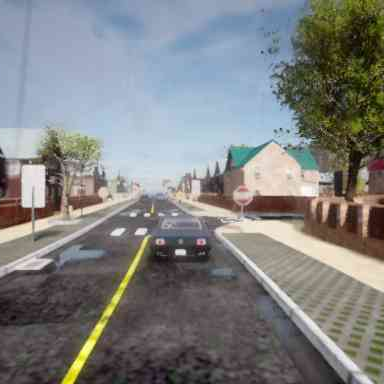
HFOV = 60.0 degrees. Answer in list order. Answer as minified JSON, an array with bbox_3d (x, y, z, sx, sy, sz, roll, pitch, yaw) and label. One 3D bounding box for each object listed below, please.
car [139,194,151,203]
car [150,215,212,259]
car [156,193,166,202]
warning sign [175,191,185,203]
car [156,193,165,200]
[{"bbox_3d":[-7.968,1.084,56.564,1.837,1.490,4.892,0,0,-6],"label":"car"},{"bbox_3d":[-0.350,1.476,12.030,1.895,1.301,4.718,0,1,-1],"label":"car"},{"bbox_3d":[-5.856,1.110,63.233,2.033,1.411,5.357,0,0,-6],"label":"car"},{"bbox_3d":[-1.747,0.727,48.628,1.300,1.860,1.060,-1,0,-6],"label":"warning sign"},{"bbox_3d":[-7.261,0.918,75.785,1.882,1.535,5.008,0,0,-6],"label":"car"}]
